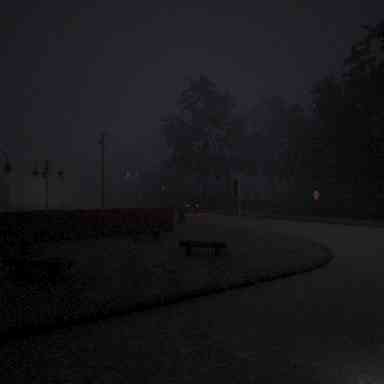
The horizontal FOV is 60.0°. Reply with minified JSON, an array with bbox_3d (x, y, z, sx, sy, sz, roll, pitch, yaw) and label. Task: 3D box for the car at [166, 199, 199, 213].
[{"bbox_3d":[-1.109,1.526,35.724,1.812,1.442,4.674,0,0,-35],"label":"car"}]
